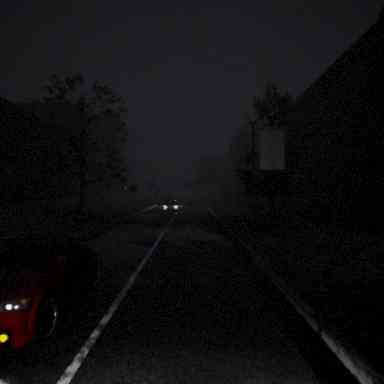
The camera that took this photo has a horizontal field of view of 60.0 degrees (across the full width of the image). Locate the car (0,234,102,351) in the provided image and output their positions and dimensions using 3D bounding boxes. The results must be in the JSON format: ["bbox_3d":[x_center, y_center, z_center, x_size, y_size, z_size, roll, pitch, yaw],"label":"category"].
[{"bbox_3d":[-3.098,1.522,6.187,1.994,1.385,4.181,0,0,0],"label":"car"}]

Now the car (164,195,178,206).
[{"bbox_3d":[-3.077,1.168,48.788,1.837,1.490,4.892,0,0,0],"label":"car"}]

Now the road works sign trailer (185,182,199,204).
[{"bbox_3d":[0.017,0.080,55.390,2.380,3.560,2.880,0,0,0],"label":"road works sign trailer"}]
